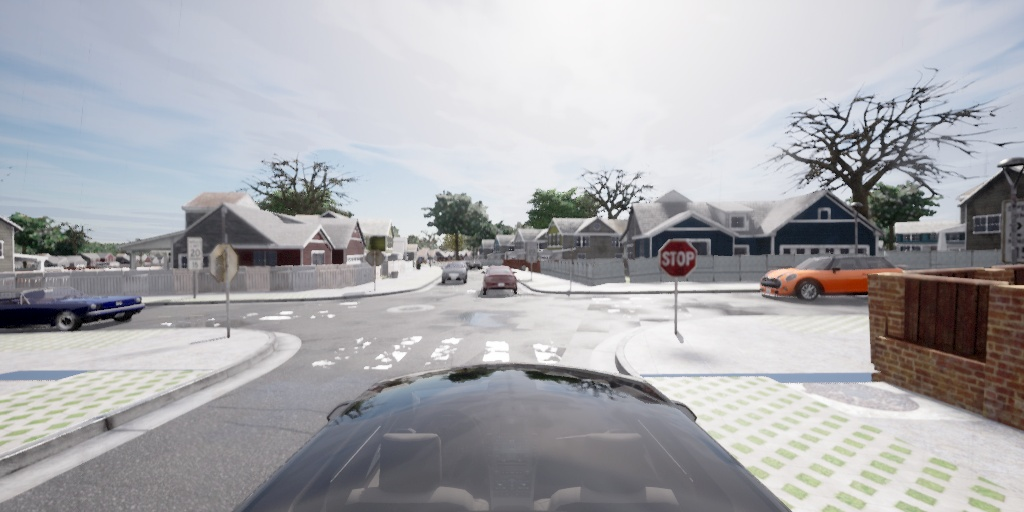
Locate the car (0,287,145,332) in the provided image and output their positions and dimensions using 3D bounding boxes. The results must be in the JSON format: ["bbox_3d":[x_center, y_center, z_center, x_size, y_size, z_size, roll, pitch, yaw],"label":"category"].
[{"bbox_3d":[-15.040,1.677,11.541,4.718,1.301,1.895,-1,1,-5],"label":"car"}]

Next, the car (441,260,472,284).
[{"bbox_3d":[-4.334,1.269,27.496,2.128,1.511,4.902,0,0,-6],"label":"car"}]

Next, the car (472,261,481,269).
[{"bbox_3d":[-5.706,1.474,54.917,1.895,1.301,4.718,0,0,-12],"label":"car"}]

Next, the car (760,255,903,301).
[{"bbox_3d":[12.614,0.776,14.306,4.553,1.767,2.097,-1,1,6],"label":"car"}]

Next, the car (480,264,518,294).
[{"bbox_3d":[-0.727,1.285,20.332,1.812,1.442,4.674,0,0,-4],"label":"car"}]
